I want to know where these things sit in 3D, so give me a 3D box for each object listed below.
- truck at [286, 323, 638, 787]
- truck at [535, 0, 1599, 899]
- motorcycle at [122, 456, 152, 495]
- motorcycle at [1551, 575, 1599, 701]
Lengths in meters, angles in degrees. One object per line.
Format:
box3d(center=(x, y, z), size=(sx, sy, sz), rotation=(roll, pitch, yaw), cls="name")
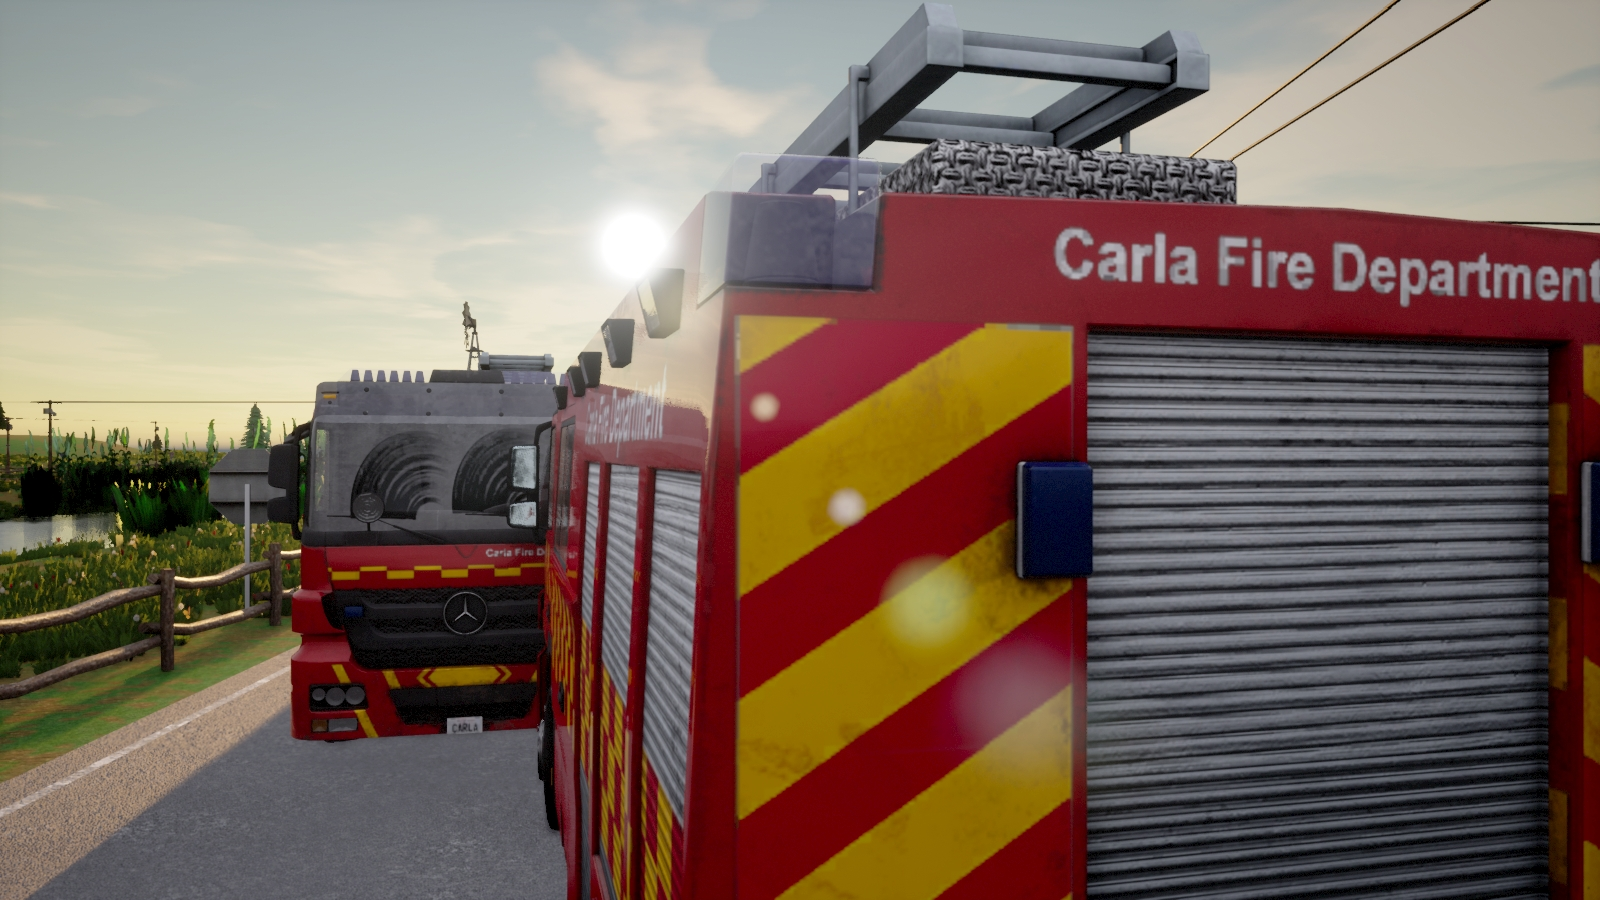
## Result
box3d(center=(-3.908, 0.862, 13.883), size=(2.891, 3.827, 8.468), rotation=(0, 0, -15), cls="truck")
box3d(center=(0.012, 0.867, 6.873), size=(2.891, 3.827, 8.468), rotation=(0, 0, -15), cls="truck")
box3d(center=(-41.322, 1.577, 71.193), size=(0.803, 2.348, 2.033), rotation=(0, 0, -4), cls="motorcycle")
box3d(center=(9.789, 2.142, 13.131), size=(1.805, 1.316, 0.856), rotation=(0, 0, -7), cls="motorcycle")
